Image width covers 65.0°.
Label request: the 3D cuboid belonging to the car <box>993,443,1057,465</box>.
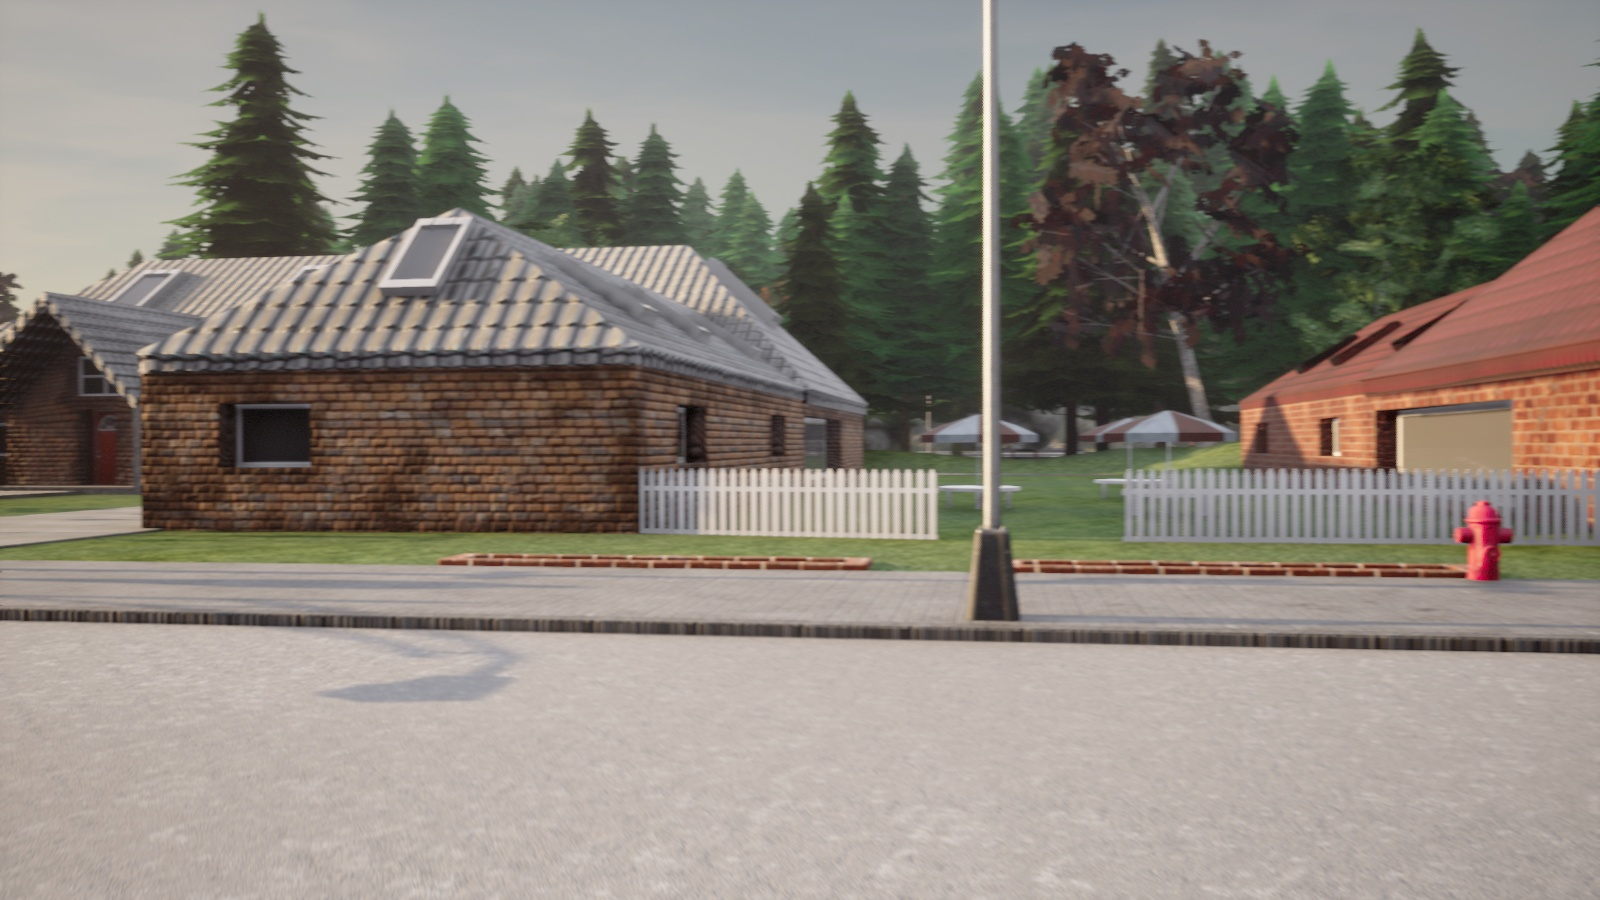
[{"bbox_3d":[15.081,0.244,84.306,4.193,1.474,1.816,0,0,9],"label":"car"}]

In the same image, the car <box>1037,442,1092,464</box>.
[{"bbox_3d":[18.478,0.218,87.804,3.633,1.501,1.845,0,0,9],"label":"car"}]

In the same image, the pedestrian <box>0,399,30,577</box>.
[{"bbox_3d":[-8.768,0.397,13.098,0.900,1.855,0.874,0,0,9],"label":"pedestrian"}]
